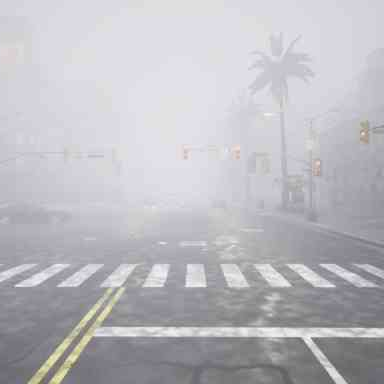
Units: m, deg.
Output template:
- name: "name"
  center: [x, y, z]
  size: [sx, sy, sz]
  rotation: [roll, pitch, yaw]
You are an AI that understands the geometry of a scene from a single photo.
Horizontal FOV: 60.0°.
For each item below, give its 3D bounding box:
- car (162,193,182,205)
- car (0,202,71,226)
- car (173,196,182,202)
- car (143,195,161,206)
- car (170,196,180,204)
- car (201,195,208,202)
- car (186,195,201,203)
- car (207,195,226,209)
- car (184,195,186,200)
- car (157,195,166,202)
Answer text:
- name: "car"
  center: [-3.421, 1.221, 57.546]
  size: [2.150, 2.045, 5.566]
  rotation: [0, 0, 1]
- name: "car"
  center: [-11.072, 1.477, 23.031]
  size: [5.008, 1.535, 1.882]
  rotation: [0, 1, -16]
- name: "car"
  center: [-3.357, 1.595, 77.148]
  size: [1.895, 1.301, 4.718]
  rotation: [0, 0, 0]
- name: "car"
  center: [-6.936, 1.352, 56.353]
  size: [2.097, 1.767, 4.553]
  rotation: [0, 0, 1]
- name: "car"
  center: [-3.392, 1.525, 67.055]
  size: [1.812, 1.442, 4.674]
  rotation: [0, 0, 1]
- name: "car"
  center: [3.645, 1.478, 77.112]
  size: [1.882, 1.535, 5.008]
  rotation: [0, 0, 0]
- name: "car"
  center: [0.231, 1.547, 70.046]
  size: [2.033, 1.411, 5.357]
  rotation: [0, 0, 0]
- name: "car"
  center: [3.613, 1.491, 45.557]
  size: [2.128, 1.511, 4.902]
  rotation: [0, 0, 1]
- name: "car"
  center: [-1.203, 1.524, 95.421]
  size: [1.812, 1.442, 4.674]
  rotation: [0, 0, -12]
- name: "car"
  center: [-6.860, 1.524, 75.133]
  size: [1.812, 1.442, 4.674]
  rotation: [0, 0, 0]
